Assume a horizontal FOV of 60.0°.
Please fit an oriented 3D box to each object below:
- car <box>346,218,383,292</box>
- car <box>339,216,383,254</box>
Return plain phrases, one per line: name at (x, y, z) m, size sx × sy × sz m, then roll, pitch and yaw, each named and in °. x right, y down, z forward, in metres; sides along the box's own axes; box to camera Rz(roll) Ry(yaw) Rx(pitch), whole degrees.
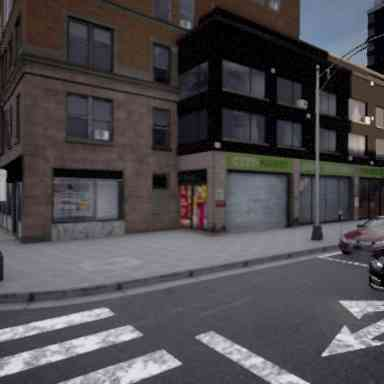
car at (5.938, 1.442, 7.594) m, size 4.902 × 1.511 × 2.128 m, roll 0°, pitch 0°, yaw -35°
car at (6.940, 1.516, 11.718) m, size 4.206 × 1.307 × 1.802 m, roll 0°, pitch 1°, yaw -35°
